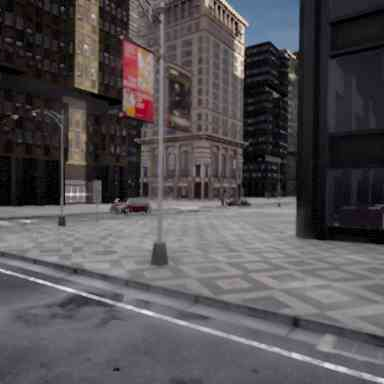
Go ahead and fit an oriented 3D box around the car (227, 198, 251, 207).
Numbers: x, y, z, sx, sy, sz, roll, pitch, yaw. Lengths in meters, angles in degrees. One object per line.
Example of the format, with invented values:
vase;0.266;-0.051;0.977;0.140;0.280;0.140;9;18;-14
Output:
car;7.800;1.720;54.678;2.033;1.411;5.357;1;0;36

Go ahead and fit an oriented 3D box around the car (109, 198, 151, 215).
car;-6.414;1.392;34.774;2.097;1.767;4.553;1;0;35
